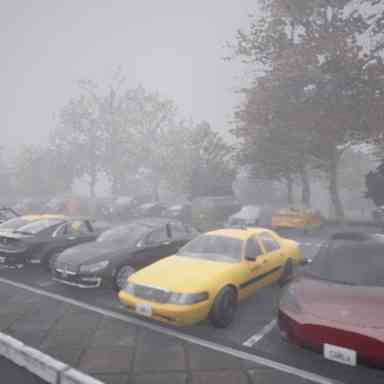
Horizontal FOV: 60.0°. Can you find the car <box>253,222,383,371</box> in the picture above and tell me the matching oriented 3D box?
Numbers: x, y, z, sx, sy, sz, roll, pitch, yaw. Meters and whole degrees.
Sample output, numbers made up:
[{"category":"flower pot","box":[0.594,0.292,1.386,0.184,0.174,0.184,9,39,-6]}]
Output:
[{"category":"car","box":[3.151,1.529,5.903,2.163,1.488,4.792,0,0,36]}]

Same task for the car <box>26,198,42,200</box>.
[{"category":"car","box":[-13.868,1.610,34.261,2.097,1.535,5.008,-1,-1,36]}]

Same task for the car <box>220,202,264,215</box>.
[{"category":"car","box":[4.017,1.560,21.421,2.002,1.452,4.674,0,0,36]}]

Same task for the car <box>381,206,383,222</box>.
[{"category":"car","box":[10.852,1.244,16.477,2.435,2.045,5.566,0,0,36]}]

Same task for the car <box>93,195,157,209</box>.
[{"category":"car","box":[-5.004,1.301,27.857,2.435,2.045,5.566,0,0,36]}]

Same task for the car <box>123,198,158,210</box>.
[{"category":"car","box":[-2.638,1.544,26.187,2.097,1.535,5.008,0,0,36]}]

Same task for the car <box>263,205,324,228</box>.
[{"category":"car","box":[6.364,1.512,19.726,2.097,1.535,5.008,0,0,36]}]

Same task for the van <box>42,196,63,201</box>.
[{"category":"van","box":[-11.813,1.350,32.636,1.878,1.987,4.442,-1,0,36]}]

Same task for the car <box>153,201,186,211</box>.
[{"category":"car","box":[-0.385,1.576,24.574,2.002,1.452,4.674,0,0,36]}]

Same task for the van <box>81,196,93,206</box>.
[{"category":"van","box":[-7.170,1.334,29.591,1.878,1.987,4.442,0,0,36]}]

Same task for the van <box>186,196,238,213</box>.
[{"category":"van","box":[1.832,1.302,23.129,1.878,1.987,4.442,0,0,36]}]

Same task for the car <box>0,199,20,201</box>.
[{"category":"car","box":[-10.383,1.422,15.614,2.185,1.767,4.553,0,0,36]}]

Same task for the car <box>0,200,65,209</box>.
[{"category":"car","box":[-8.127,1.414,13.995,2.185,1.767,4.553,0,0,36]}]

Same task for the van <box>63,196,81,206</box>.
[{"category":"van","box":[-9.319,1.342,31.133,1.878,1.987,4.442,0,0,36]}]

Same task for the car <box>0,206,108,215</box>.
[{"category":"car","box":[-5.961,1.528,12.251,1.946,1.575,5.366,0,0,36]}]

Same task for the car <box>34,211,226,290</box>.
[{"category":"car","box":[-1.339,1.516,9.169,2.231,1.521,4.892,0,0,36]}]

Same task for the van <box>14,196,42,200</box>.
[{"category":"van","box":[-16.193,1.437,35.779,1.878,1.987,4.442,-1,-1,36]}]

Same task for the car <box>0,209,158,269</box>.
[{"category":"car","box":[-3.602,1.524,10.778,2.231,1.521,4.892,0,0,36]}]

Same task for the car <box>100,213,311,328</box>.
[{"category":"car","box":[0.804,1.504,7.395,1.946,1.575,5.366,0,0,36]}]
